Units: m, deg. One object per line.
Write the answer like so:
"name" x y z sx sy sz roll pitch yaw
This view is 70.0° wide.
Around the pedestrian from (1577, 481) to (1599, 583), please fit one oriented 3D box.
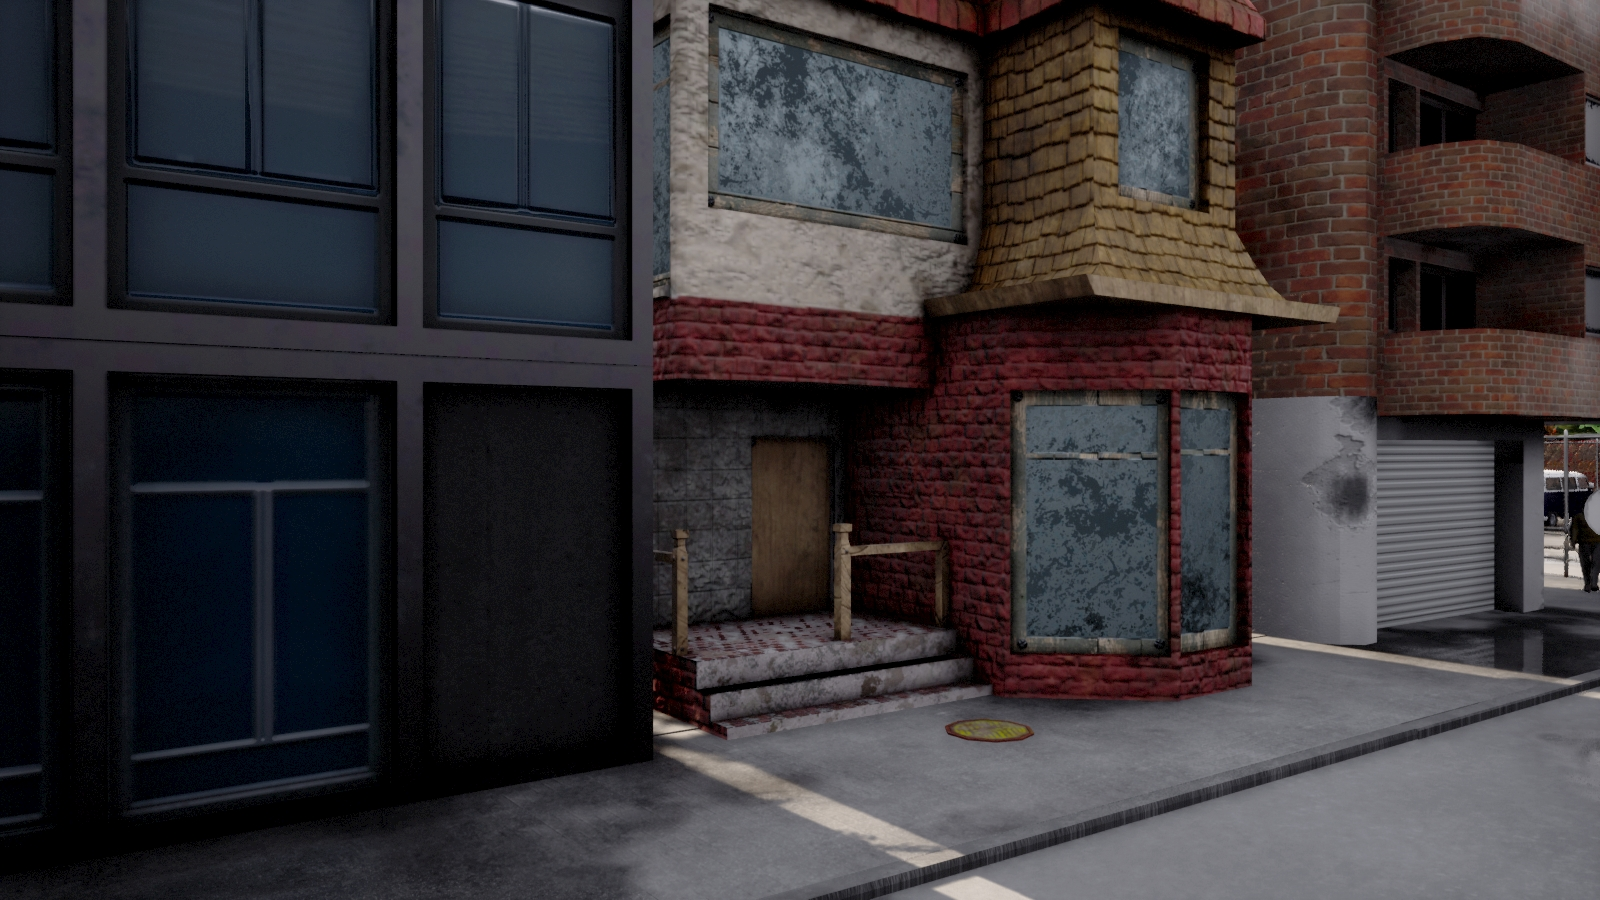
"pedestrian" 14.624 1.506 21.140 0.375 1.860 0.375 0 0 31
